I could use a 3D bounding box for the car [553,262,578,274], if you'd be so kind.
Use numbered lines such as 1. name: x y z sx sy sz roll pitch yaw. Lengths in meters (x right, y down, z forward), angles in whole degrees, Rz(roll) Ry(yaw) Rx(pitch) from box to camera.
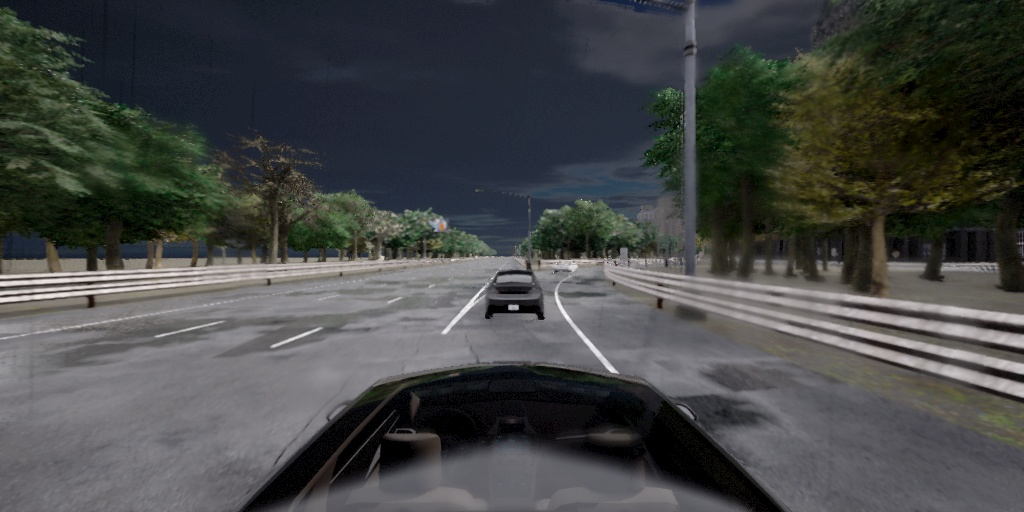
1. car: 6.205 1.308 41.004 1.895 1.301 4.718 0 0 22

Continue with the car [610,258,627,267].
1. car: 18.208 1.137 61.661 1.882 1.535 5.008 0 0 38

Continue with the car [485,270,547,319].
1. car: 0.159 1.244 12.796 1.837 1.490 4.892 0 0 3
